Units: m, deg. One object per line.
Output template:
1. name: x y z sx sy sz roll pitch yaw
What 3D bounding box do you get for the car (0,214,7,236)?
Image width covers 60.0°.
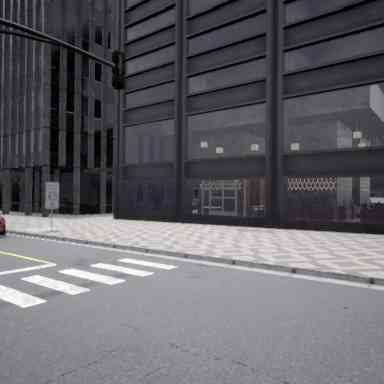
1. car: -12.795 1.649 19.450 4.553 1.767 2.097 -1 -1 38
